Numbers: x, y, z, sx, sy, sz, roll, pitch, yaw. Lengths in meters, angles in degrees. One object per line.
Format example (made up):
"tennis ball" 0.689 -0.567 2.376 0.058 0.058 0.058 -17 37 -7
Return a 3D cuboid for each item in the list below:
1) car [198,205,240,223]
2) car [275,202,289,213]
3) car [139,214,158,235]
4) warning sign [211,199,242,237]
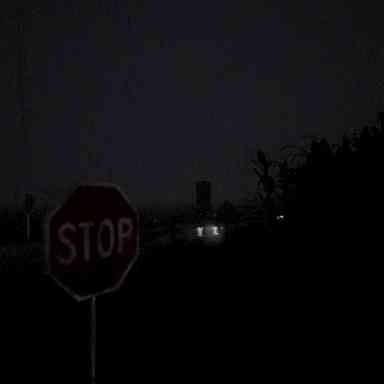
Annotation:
"car" 2.390 1.799 27.713 1.812 1.442 4.674 0 0 35
"car" 11.002 1.900 39.888 1.994 1.385 4.181 0 0 35
"car" -4.170 1.773 18.325 2.033 1.411 5.357 0 0 34
"warning sign" 1.864 1.334 17.730 1.300 1.860 1.060 0 0 35
